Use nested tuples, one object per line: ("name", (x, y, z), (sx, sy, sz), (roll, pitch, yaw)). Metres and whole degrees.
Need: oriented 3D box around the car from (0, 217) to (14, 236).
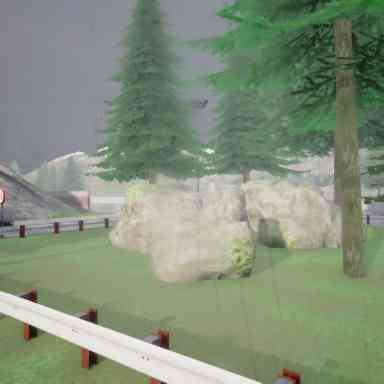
("car", (-10.915, 1.358, 15.480), (5.357, 1.411, 2.033), (0, 0, 18))
